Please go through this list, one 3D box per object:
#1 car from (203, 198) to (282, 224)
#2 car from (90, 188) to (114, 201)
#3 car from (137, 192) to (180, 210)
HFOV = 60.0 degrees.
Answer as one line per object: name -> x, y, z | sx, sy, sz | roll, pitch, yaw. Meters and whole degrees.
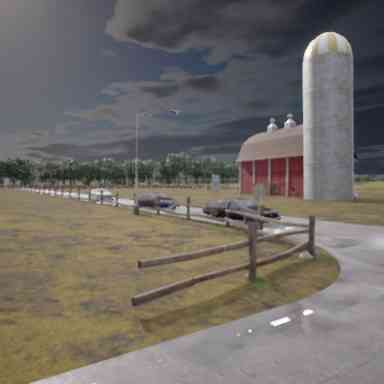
car -> 2.870, 1.083, 20.396 | 2.033, 1.411, 5.357 | -1, 2, -36
car -> -10.838, 0.282, 39.605 | 1.812, 1.442, 4.674 | -1, 2, -35
car -> -3.150, 0.732, 28.823 | 2.033, 1.411, 5.357 | -1, 2, -36
